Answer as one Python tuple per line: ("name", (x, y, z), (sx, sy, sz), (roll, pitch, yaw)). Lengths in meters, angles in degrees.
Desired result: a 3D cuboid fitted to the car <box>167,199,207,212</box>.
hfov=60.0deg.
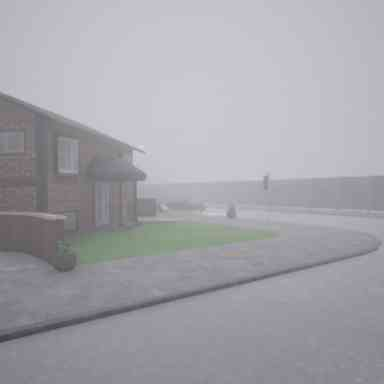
("car", (-0.570, 1.330, 33.782), (1.895, 1.301, 4.718), (-1, 1, -35))
